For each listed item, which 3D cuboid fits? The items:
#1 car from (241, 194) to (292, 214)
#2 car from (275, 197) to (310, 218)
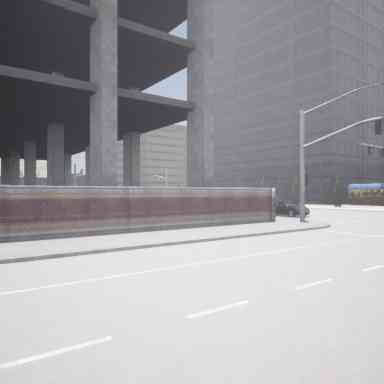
[{"bbox_3d":[8.263,1.221,37.344,2.150,2.045,5.566,0,0,-36],"label":"car"},{"bbox_3d":[8.587,1.505,30.886,1.837,1.490,4.892,0,0,-35],"label":"car"}]
